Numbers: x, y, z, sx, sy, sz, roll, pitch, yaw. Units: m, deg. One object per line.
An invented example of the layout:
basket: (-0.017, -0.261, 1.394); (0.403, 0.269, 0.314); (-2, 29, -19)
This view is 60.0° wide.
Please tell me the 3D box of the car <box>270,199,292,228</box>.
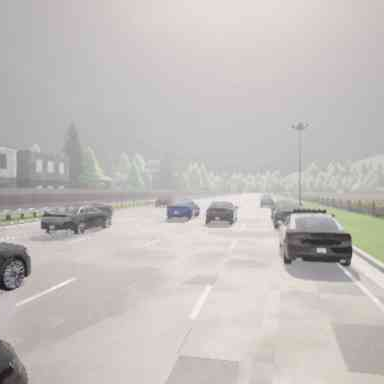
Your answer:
car: (6.167, 1.452, 21.311); (1.837, 1.490, 4.892); (0, 0, 12)

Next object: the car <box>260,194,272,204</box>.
car: (13.790, 1.199, 61.815); (2.097, 1.767, 4.553); (0, 0, 12)

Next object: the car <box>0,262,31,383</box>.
car: (-2.727, 1.502, 1.090); (1.837, 1.490, 4.892); (0, 0, 12)

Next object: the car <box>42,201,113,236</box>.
car: (-6.186, 1.449, 18.321); (2.128, 1.511, 4.902); (0, 0, 12)

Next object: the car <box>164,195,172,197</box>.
car: (-1.600, 1.429, 39.667); (1.812, 1.442, 4.674); (0, 0, 12)

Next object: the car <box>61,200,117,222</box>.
car: (-8.006, 1.428, 26.519); (2.128, 1.511, 4.902); (0, 0, 12)

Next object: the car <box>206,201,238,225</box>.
car: (2.180, 1.445, 23.943); (1.837, 1.490, 4.892); (0, 0, 12)

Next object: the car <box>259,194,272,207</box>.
car: (10.653, 1.375, 47.203); (2.128, 1.511, 4.902); (0, 0, 12)

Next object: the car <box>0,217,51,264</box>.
car: (-5.194, 1.477, 6.264); (2.128, 1.511, 4.902); (0, 0, 12)

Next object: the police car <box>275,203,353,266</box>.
police car: (4.091, 1.396, 11.642); (1.930, 1.638, 5.238); (0, 0, 12)

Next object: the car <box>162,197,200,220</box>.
car: (-0.643, 1.411, 27.465); (1.882, 1.535, 5.008); (0, 0, 12)

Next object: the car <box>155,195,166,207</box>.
car: (-3.578, 1.240, 47.140); (2.097, 1.767, 4.553); (0, 0, 12)

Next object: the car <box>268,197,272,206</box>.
car: (7.426, 1.437, 27.178); (1.837, 1.490, 4.892); (0, 0, 12)
